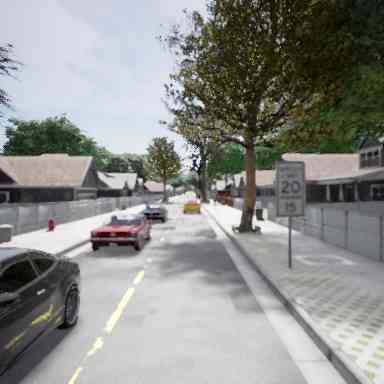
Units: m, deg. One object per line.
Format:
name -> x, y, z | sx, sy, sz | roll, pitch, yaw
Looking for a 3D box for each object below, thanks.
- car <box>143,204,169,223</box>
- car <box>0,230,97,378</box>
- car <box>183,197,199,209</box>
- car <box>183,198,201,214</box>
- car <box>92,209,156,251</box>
car -> -2.901, 1.634, 26.053 | 1.895, 1.301, 4.718 | 0, 0, 0
car -> -2.922, 1.530, 4.277 | 1.812, 1.442, 4.674 | 0, 0, 2
car -> -0.105, 1.566, 47.858 | 2.128, 1.511, 4.902 | 0, 0, 0
car -> 0.009, 1.529, 36.959 | 1.882, 1.535, 5.008 | 0, 0, 0
car -> -2.883, 1.618, 14.363 | 1.895, 1.301, 4.718 | 0, 0, 0
